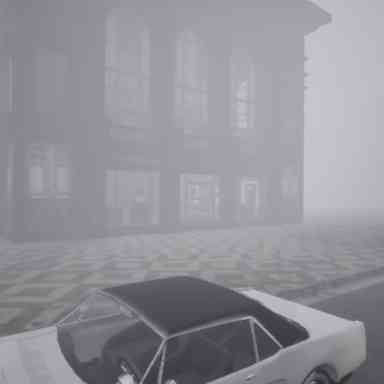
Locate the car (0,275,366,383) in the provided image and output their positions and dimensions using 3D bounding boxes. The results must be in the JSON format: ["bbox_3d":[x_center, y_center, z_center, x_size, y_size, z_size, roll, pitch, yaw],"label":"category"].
[{"bbox_3d":[-0.483,1.613,3.033,4.718,1.301,1.895,1,0,-35],"label":"car"}]
